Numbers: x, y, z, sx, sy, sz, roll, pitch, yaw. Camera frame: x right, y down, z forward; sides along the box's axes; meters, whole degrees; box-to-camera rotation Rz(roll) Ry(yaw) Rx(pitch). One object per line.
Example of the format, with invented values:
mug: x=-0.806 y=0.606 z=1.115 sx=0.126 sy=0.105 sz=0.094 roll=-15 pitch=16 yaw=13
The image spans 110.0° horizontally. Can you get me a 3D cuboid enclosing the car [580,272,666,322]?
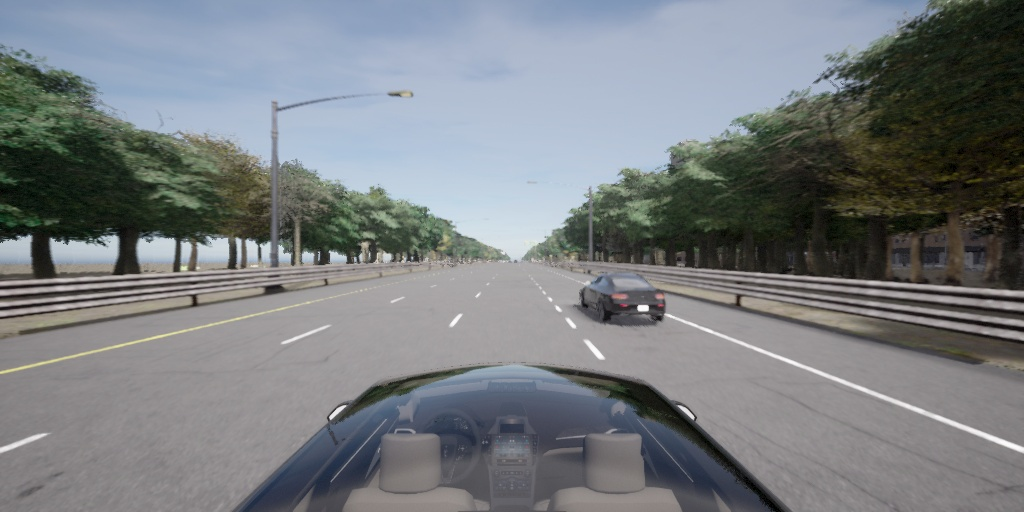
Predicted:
car: x=3.596 y=1.280 z=12.222 sx=1.812 sy=1.442 sz=4.674 roll=0 pitch=0 yaw=-1
